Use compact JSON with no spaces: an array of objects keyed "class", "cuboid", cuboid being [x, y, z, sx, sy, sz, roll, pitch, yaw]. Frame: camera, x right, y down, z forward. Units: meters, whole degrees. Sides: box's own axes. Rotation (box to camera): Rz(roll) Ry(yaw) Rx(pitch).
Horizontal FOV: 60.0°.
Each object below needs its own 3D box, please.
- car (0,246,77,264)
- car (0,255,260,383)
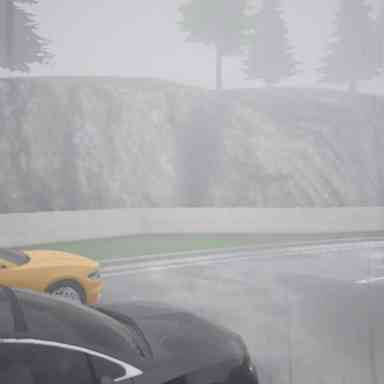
[{"class":"car","cuboid":[-3.952,1.420,5.249,5.008,1.535,1.882,0,0,-36]},{"class":"car","cuboid":[-1.632,1.478,2.315,4.892,1.490,1.837,0,0,-36]}]
